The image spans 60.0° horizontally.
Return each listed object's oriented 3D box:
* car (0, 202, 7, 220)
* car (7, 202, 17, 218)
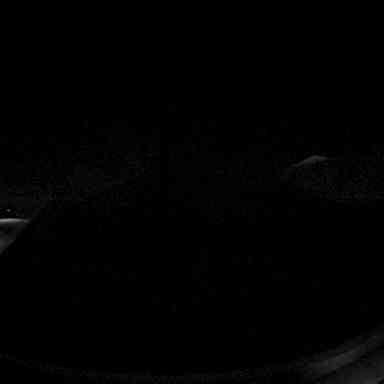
[{"bbox_3d":[-14.348,1.614,22.651,2.128,1.511,4.902,1,-1,-22],"label":"car"},{"bbox_3d":[-18.168,1.714,32.009,1.812,1.442,4.674,1,-1,-22],"label":"car"}]
